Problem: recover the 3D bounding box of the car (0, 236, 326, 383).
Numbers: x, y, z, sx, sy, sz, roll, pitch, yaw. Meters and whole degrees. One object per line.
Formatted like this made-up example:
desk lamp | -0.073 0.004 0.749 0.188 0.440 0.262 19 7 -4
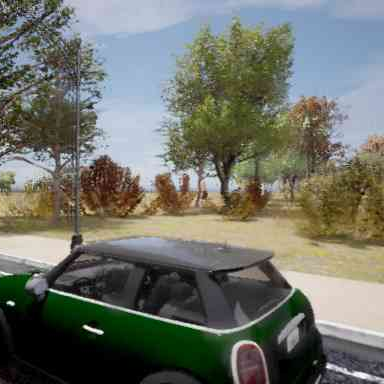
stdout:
car | -0.822 1.363 4.271 4.553 1.767 2.097 0 0 34
